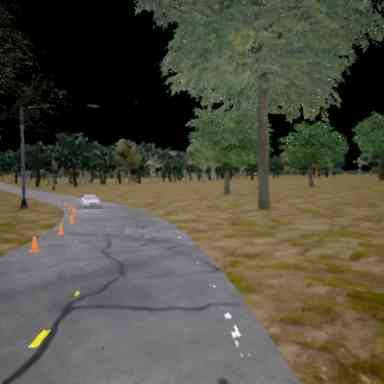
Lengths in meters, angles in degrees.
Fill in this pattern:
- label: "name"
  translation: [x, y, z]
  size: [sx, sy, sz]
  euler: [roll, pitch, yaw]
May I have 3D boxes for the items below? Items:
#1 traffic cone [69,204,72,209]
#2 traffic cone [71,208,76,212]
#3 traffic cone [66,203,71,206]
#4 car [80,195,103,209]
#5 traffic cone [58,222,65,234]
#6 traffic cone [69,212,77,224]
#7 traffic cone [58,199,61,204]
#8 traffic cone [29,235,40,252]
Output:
- label: "traffic cone"
  translation: [-10.999, 1.608, 31.011]
  size: [0.340, 0.580, 0.340]
  euler: [-1, 2, -22]
- label: "traffic cone"
  translation: [-9.318, 1.705, 26.467]
  size: [0.340, 0.580, 0.340]
  euler: [-1, 1, -19]
- label: "traffic cone"
  translation: [-12.933, 1.498, 35.452]
  size: [0.340, 0.580, 0.340]
  euler: [-1, 2, -25]
- label: "car"
  translation: [-11.148, 1.018, 36.430]
  size: [1.812, 1.442, 4.674]
  euler: [-1, 2, -26]
- label: "traffic cone"
  translation: [-6.740, 1.858, 17.128]
  size: [0.340, 0.580, 0.340]
  euler: [-1, 1, -12]
- label: "traffic cone"
  translation: [-7.897, 1.789, 21.835]
  size: [0.340, 0.580, 0.340]
  euler: [-1, 1, -15]
- label: "traffic cone"
  translation: [-17.540, 1.241, 43.969]
  size: [0.340, 0.580, 0.340]
  euler: [-2, 3, -32]
- label: "traffic cone"
  translation: [-5.852, 1.912, 12.364]
  size: [0.340, 0.580, 0.340]
  euler: [-1, 1, -9]
